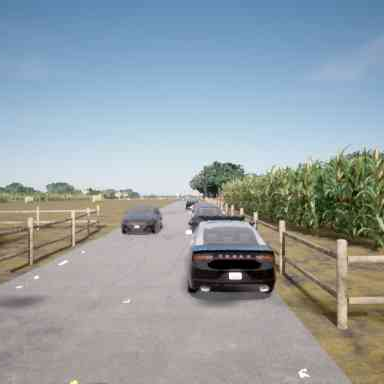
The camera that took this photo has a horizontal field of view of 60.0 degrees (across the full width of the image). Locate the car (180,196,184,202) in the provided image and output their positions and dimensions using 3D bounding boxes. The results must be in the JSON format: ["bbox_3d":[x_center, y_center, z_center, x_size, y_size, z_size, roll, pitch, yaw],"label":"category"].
[{"bbox_3d":[-2.502,1.968,92.858,1.812,1.442,4.674,0,-1,0],"label":"car"}]

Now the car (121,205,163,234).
[{"bbox_3d":[-2.798,1.502,19.424,1.882,1.535,5.008,0,0,0],"label":"car"}]

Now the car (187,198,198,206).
[{"bbox_3d":[0.158,1.800,59.377,1.895,1.301,4.718,0,0,0],"label":"car"}]

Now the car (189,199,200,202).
[{"bbox_3d":[0.891,1.517,24.934,1.882,1.535,5.008,0,0,0],"label":"car"}]

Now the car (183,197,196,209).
[{"bbox_3d":[0.131,1.601,45.582,1.882,1.535,5.008,0,0,0],"label":"car"}]

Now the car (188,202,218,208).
[{"bbox_3d":[0.875,1.529,18.934,1.837,1.490,4.892,0,0,0],"label":"car"}]

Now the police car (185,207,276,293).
[{"bbox_3d":[0.848,1.432,9.041,1.930,1.638,5.238,0,0,0],"label":"police car"}]
